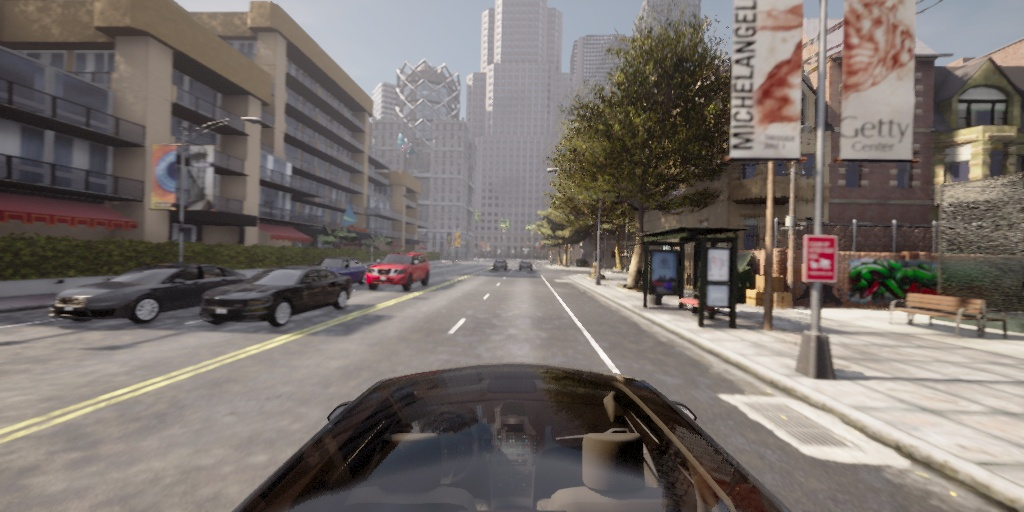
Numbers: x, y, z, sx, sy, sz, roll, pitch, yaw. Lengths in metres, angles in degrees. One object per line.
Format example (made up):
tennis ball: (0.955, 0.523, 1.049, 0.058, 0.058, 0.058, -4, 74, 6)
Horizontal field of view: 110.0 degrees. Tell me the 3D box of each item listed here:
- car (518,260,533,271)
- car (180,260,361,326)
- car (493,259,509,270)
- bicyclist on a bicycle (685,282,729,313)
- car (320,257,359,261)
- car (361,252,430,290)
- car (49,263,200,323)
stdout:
car: (1.965, 1.254, 51.463, 2.128, 1.511, 4.902, 1, 0, 2)
car: (-6.823, 1.048, 11.037, 1.882, 1.535, 5.008, 1, 0, 2)
car: (-1.591, 1.165, 50.123, 2.128, 1.511, 4.902, 1, 0, 2)
bicyclist on a bicycle: (6.992, 1.247, 12.691, 1.656, 1.620, 0.582, 5, 0, 2)
car: (-9.951, 0.837, 20.047, 2.097, 1.767, 4.553, 1, 0, 2)
car: (-6.411, 0.795, 20.973, 2.150, 2.045, 5.566, 1, 0, 3)
car: (-10.332, 0.987, 10.863, 1.837, 1.490, 4.892, 1, 0, 2)
